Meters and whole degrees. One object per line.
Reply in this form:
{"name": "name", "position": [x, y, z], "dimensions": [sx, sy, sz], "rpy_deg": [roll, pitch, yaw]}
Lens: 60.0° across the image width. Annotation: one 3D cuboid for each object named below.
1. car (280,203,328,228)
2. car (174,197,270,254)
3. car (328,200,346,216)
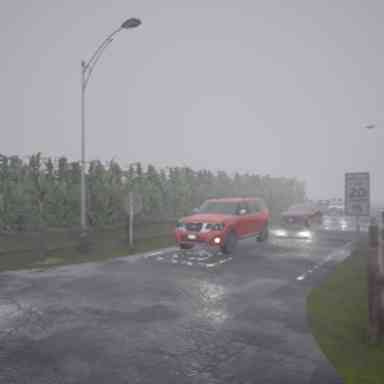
{"name": "car", "position": [7.694, 1.528, 23.183], "dimensions": [1.882, 1.535, 5.008], "rpy_deg": [0, 0, 35]}
{"name": "car", "position": [1.512, 1.262, 14.192], "dimensions": [2.150, 2.045, 5.566], "rpy_deg": [0, -1, 34]}
{"name": "car", "position": [14.857, 1.588, 33.503], "dimensions": [1.812, 1.442, 4.674], "rpy_deg": [0, 0, 35]}
